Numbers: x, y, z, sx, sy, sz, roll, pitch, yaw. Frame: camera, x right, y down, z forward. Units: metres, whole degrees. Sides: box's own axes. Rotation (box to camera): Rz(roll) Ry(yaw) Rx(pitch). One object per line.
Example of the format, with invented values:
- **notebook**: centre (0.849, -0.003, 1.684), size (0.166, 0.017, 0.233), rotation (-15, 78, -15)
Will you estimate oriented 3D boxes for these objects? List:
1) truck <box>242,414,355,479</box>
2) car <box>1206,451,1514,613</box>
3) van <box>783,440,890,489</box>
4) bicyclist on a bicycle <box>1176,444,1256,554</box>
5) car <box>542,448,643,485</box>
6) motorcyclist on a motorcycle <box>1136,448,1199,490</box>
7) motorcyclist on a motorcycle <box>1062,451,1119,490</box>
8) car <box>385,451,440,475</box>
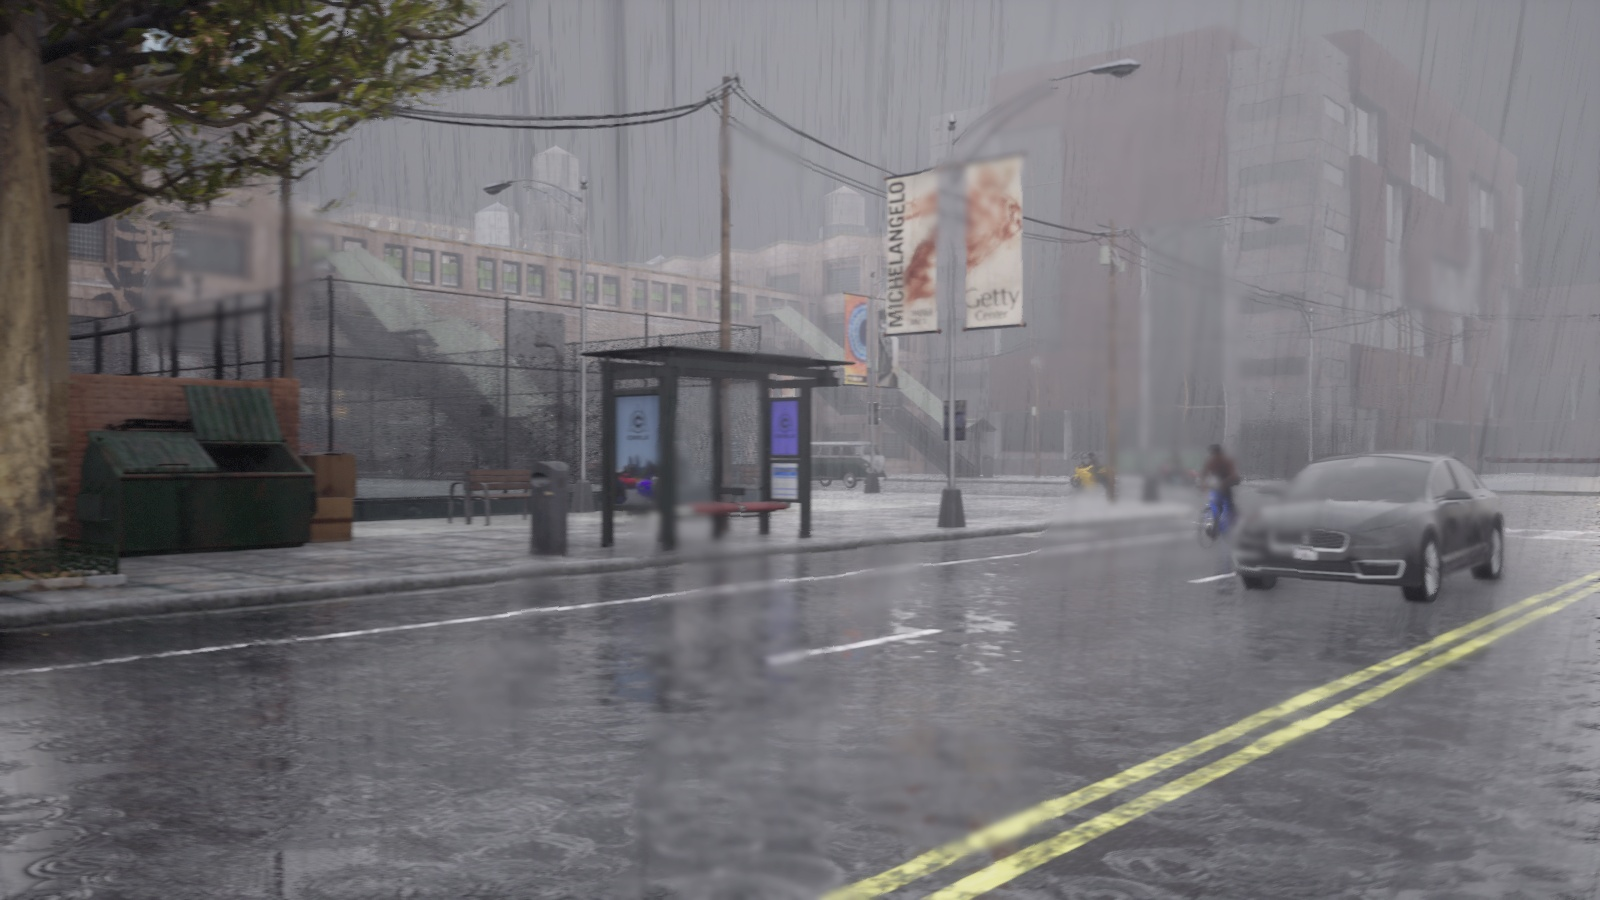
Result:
- **truck**: centre (-30.987, -0.177, 77.458), size (8.468, 3.827, 2.891), rotation (0, 0, 41)
- **car**: centre (6.425, 0.763, 14.068), size (1.837, 1.490, 4.892), rotation (0, 0, 40)
- **van**: centre (1.535, 0.607, 53.810), size (4.442, 1.987, 1.775), rotation (0, 0, 41)
- **bicyclist on a bicycle**: centre (6.482, 0.723, 19.526), size (0.582, 1.620, 1.656), rotation (0, 1, 40)
- **car**: centre (-9.752, 0.738, 58.833), size (4.611, 1.667, 2.242), rotation (0, 0, 41)
- **motorcyclist on a motorcycle**: centre (14.989, 0.765, 51.240), size (2.350, 1.649, 0.766), rotation (-1, 0, 41)
- **motorcyclist on a motorcycle**: centre (11.471, 0.802, 49.661), size (2.044, 1.523, 0.797), rotation (0, 0, 41)
- **car**: centre (-27.232, 0.898, 88.110), size (3.988, 1.617, 1.851), rotation (0, 0, 41)
